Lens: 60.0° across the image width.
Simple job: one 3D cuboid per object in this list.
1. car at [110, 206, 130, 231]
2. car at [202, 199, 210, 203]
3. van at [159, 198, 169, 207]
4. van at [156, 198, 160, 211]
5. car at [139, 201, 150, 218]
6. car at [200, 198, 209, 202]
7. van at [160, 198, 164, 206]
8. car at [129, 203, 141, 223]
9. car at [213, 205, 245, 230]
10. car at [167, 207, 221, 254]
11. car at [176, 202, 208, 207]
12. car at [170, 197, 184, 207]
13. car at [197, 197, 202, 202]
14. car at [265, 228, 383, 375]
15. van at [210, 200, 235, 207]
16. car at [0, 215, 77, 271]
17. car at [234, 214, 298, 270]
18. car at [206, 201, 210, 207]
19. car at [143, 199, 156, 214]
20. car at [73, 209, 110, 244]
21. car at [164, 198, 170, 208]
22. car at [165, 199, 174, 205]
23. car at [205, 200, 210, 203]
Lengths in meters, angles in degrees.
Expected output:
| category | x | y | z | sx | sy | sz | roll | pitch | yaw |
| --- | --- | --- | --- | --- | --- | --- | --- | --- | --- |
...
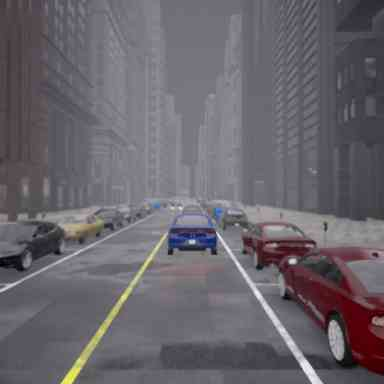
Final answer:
| category | x | y | z | sx | sy | sz | roll | pitch | yaw |
| --- | --- | --- | --- | --- | --- | --- | --- | --- | --- |
| car | -5.765 | 1.806 | 22.631 | 1.947 | 1.339 | 4.313 | 0 | -1 | 0 |
| car | 2.759 | 2.042 | 45.193 | 2.008 | 1.369 | 4.403 | 0 | -1 | 0 |
| van | -5.768 | 2.093 | 67.723 | 1.690 | 1.788 | 3.998 | 0 | -1 | 0 |
| van | -5.767 | 1.832 | 45.179 | 1.690 | 1.788 | 3.998 | 0 | -1 | 0 |
| car | -5.766 | 1.930 | 33.904 | 1.947 | 1.339 | 4.313 | 0 | -1 | 0 |
| car | 2.758 | 2.165 | 56.464 | 1.887 | 1.381 | 4.507 | 0 | -1 | 0 |
| van | -5.767 | 1.897 | 50.815 | 1.690 | 1.788 | 3.998 | 0 | -1 | 0 |
| car | -5.765 | 1.884 | 28.268 | 1.802 | 1.307 | 4.206 | 0 | -1 | 0 |
| car | 2.760 | 1.791 | 22.649 | 2.008 | 1.369 | 4.403 | 0 | -1 | 0 |
| car | 0.030 | 1.627 | 14.228 | 1.882 | 1.535 | 5.008 | 0 | 0 | 1 |
| car | 0.009 | 1.841 | 27.515 | 2.033 | 1.411 | 5.357 | 0 | -1 | 0 |
| car | -3.018 | 2.249 | 65.343 | 1.812 | 1.442 | 4.674 | 0 | -1 | 0 |
| car | 2.757 | 2.067 | 67.738 | 2.192 | 1.841 | 5.009 | 0 | -1 | 0 |
| car | 2.761 | 1.606 | 5.741 | 1.887 | 1.381 | 4.507 | 0 | -1 | 0 |
| van | 2.759 | 1.643 | 28.287 | 1.690 | 1.788 | 3.998 | 0 | -1 | 0 |
| car | -5.764 | 1.686 | 11.359 | 1.947 | 1.339 | 4.313 | 0 | -1 | 0 |
| car | 2.761 | 1.665 | 11.377 | 1.887 | 1.381 | 4.507 | 0 | -1 | 0 |
| car | 2.759 | 1.915 | 33.921 | 2.008 | 1.369 | 4.403 | 0 | -1 | 0 |
| car | -5.766 | 1.867 | 39.542 | 1.967 | 1.590 | 4.097 | 0 | -1 | 0 |
| car | -5.764 | 1.703 | 16.825 | 1.752 | 1.417 | 4.829 | 0 | -1 | 0 |
| car | -5.768 | 2.001 | 62.087 | 2.192 | 1.841 | 5.009 | 0 | -1 | 0 |
| car | -5.768 | 2.500 | 84.630 | 1.887 | 1.381 | 4.507 | 0 | -1 | 0 |
| car | 2.759 | 2.009 | 39.556 | 1.802 | 1.307 | 4.206 | 0 | -1 | 0 |
